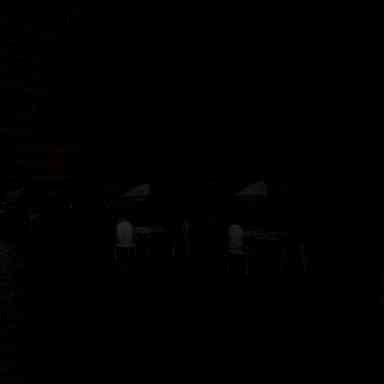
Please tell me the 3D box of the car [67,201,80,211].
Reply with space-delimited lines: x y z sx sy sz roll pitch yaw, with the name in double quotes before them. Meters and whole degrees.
"car" -16.086 1.943 49.627 5.008 1.535 1.882 0 -1 -44
